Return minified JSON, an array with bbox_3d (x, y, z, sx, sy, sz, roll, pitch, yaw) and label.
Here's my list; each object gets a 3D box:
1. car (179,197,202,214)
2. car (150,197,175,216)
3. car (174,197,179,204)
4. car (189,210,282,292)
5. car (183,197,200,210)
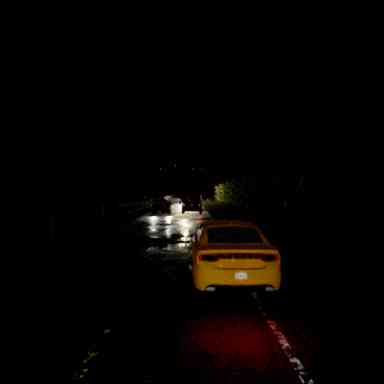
[{"bbox_3d":[-0.003,1.349,35.079,2.097,1.767,4.553,0,0,0],"label":"car"},{"bbox_3d":[-2.920,1.522,32.622,1.812,1.442,4.674,0,0,0],"label":"car"},{"bbox_3d":[-2.873,1.523,57.924,1.812,1.442,4.674,0,0,0],"label":"car"},{"bbox_3d":[0.944,1.476,8.925,1.882,1.535,5.008,0,0,0],"label":"car"},{"bbox_3d":[-0.033,1.488,45.039,2.128,1.511,4.902,0,0,0],"label":"car"}]
